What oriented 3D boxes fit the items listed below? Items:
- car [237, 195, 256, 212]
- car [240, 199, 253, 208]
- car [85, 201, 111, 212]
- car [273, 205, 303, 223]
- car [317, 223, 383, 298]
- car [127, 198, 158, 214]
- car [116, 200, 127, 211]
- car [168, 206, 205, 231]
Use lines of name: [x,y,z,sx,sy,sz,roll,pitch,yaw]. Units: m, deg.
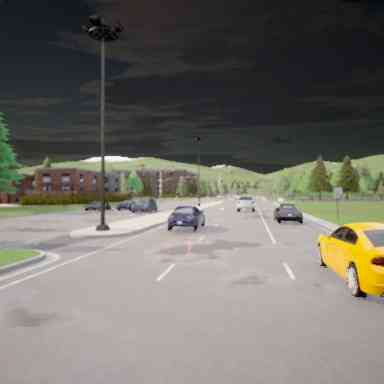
car: [6.985,1.457,42.963,2.150,2.045,5.566,0,0,10]
car: [9.039,1.865,55.178,1.994,1.385,4.181,0,0,10]
car: [-12.031,1.785,42.605,1.994,1.385,4.181,0,0,10]
car: [7.740,1.714,27.052,1.994,1.385,4.181,0,0,10]
car: [4.635,1.527,8.565,1.882,1.535,5.008,0,0,8]
car: [-5.550,1.558,39.110,2.097,1.767,4.553,0,0,10]
car: [-8.214,1.778,44.027,2.033,1.411,5.357,0,0,11]
car: [-0.311,1.642,21.631,1.812,1.442,4.674,0,-1,10]
